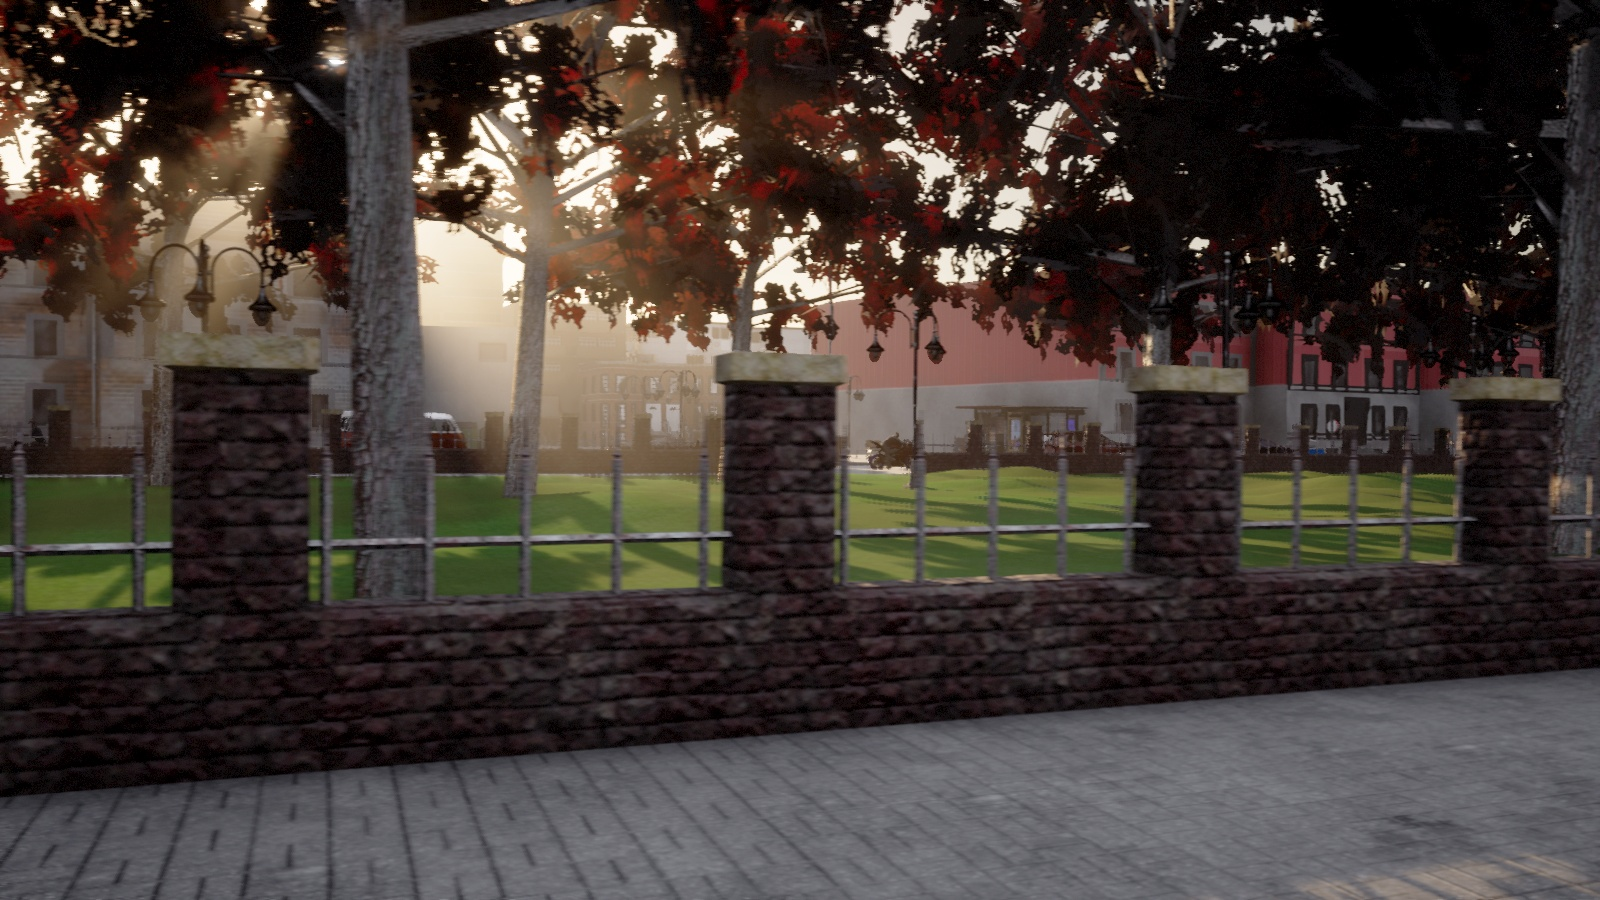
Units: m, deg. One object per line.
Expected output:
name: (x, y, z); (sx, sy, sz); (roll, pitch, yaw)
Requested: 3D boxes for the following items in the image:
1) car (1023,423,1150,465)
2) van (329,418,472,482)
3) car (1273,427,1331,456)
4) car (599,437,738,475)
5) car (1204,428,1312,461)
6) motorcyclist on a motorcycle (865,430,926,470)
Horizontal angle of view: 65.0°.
car: (11.964, -0.255, 52.479); (4.856, 1.649, 2.033); (-1, 1, -21)
van: (-13.617, -0.027, 42.759); (4.480, 2.038, 2.069); (-1, 1, -21)
car: (24.607, -0.415, 61.555); (2.207, 1.376, 1.481); (-1, 1, -21)
car: (-4.833, 0.201, 46.105); (4.718, 1.301, 1.895); (-1, 1, -21)
car: (20.272, -0.262, 55.641); (4.181, 1.385, 1.994); (-1, 1, -20)
motorcyclist on a motorcycle: (3.757, -0.011, 49.365); (2.191, 1.530, 0.866); (-1, 1, -21)
